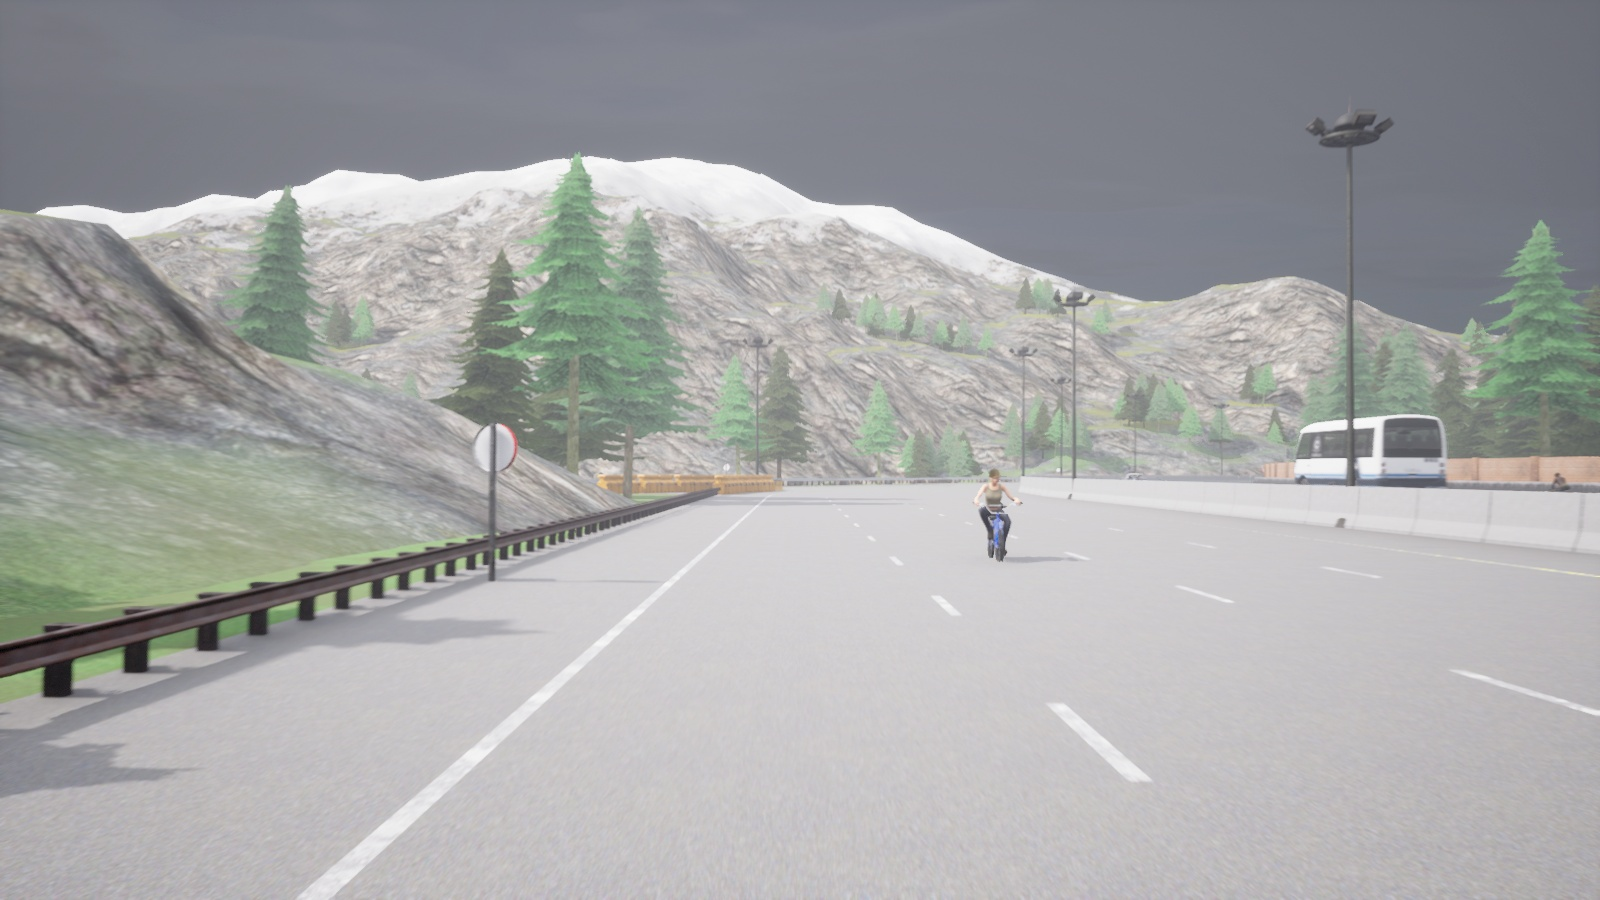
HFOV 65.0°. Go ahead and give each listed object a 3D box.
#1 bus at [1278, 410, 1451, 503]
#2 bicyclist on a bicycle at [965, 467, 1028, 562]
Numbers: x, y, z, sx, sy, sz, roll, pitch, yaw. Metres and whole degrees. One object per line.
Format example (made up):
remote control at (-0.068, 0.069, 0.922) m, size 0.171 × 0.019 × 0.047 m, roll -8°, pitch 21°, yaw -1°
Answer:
bus at (27.841, 0.390, 62.724) m, size 3.944 × 4.253 × 10.273 m, roll 0°, pitch -1°, yaw 0°
bicyclist on a bicycle at (3.450, 1.114, 22.179) m, size 0.866 × 1.612 × 1.509 m, roll 0°, pitch -1°, yaw 0°
